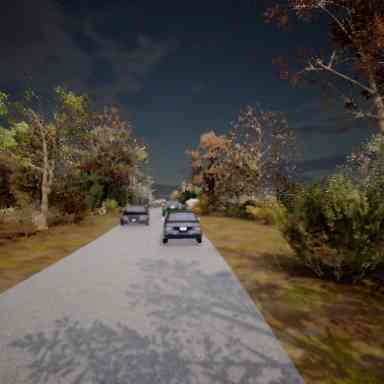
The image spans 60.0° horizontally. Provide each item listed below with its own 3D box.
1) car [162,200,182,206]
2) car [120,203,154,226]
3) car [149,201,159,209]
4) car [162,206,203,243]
[{"bbox_3d":[-2.230,1.679,37.077,2.097,1.767,4.553,0,-1,-5],"label":"car"},{"bbox_3d":[-4.060,1.717,24.416,1.994,1.385,4.181,0,-1,-5],"label":"car"},{"bbox_3d":[-7.630,2.505,65.057,1.837,1.490,4.892,0,-1,-5],"label":"car"},{"bbox_3d":[-0.530,1.635,16.711,2.033,1.411,5.357,0,-1,-4],"label":"car"}]
